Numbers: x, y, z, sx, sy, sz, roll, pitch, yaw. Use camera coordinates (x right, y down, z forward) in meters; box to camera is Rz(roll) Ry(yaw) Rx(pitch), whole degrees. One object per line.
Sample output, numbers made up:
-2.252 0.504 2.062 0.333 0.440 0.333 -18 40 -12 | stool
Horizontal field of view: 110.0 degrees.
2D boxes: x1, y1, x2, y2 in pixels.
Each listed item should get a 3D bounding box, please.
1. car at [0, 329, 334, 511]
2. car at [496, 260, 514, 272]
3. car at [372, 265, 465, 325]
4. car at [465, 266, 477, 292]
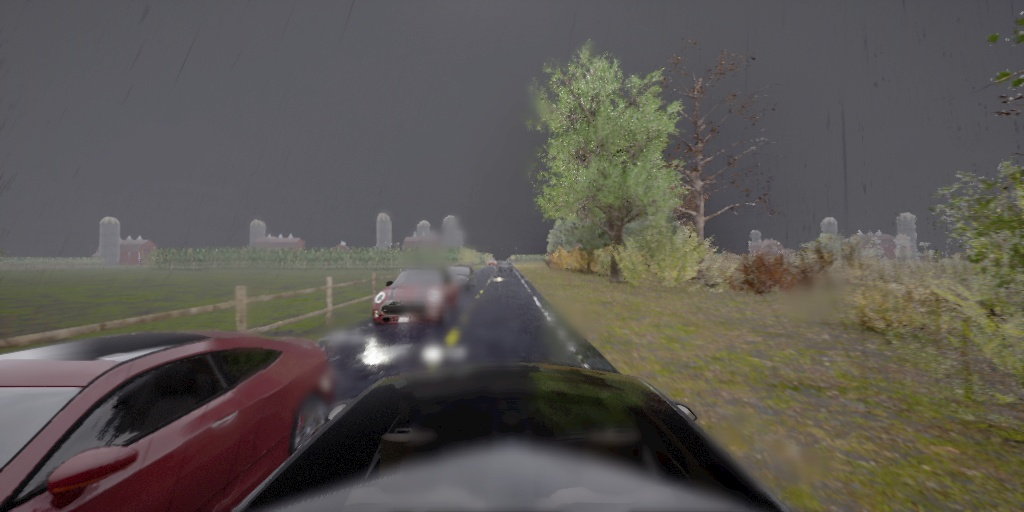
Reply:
-2.833 1.318 2.191 1.812 1.442 4.674 -1 0 -1 | car
-0.838 1.386 50.230 2.128 1.511 4.902 -1 0 -1 | car
-3.024 1.174 12.148 2.097 1.767 4.553 -1 0 -1 | car
-3.209 1.355 22.046 1.837 1.490 4.892 -1 0 -1 | car
